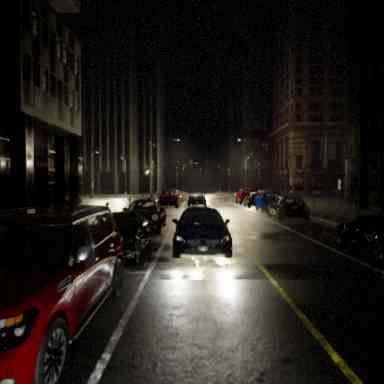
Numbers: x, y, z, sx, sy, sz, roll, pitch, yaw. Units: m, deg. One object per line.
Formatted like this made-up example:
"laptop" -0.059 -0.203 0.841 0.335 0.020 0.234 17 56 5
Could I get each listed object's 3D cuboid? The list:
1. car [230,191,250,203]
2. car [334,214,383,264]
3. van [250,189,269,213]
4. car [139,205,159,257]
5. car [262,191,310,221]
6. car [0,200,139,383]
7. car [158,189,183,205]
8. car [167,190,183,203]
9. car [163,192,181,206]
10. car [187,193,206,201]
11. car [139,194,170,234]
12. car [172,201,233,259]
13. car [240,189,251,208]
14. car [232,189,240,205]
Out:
"car" 6.316 0.620 44.301 2.008 1.369 4.403 0 1 0
"car" 6.163 1.340 10.699 1.947 1.339 4.313 0 1 0
"van" 6.239 0.762 27.496 1.690 1.788 3.998 0 1 0
"car" -2.363 1.335 10.734 1.947 1.339 4.313 0 1 0
"car" 6.213 0.979 21.897 1.967 1.590 4.097 0 1 0
"car" -2.389 1.202 5.129 2.192 1.841 5.009 0 1 0
"car" -2.261 0.614 33.133 2.192 1.841 5.009 0 1 0
"car" -2.209 0.504 44.337 1.967 1.590 4.097 0 1 0
"car" -2.235 0.710 38.568 1.752 1.417 4.829 0 1 0
"car" 0.521 0.790 36.664 1.994 1.385 4.181 0 1 0
"car" -2.337 1.092 16.332 1.967 1.590 4.097 0 1 0
"car" 0.308 1.277 11.721 1.812 1.442 4.674 0 2 0
"car" 6.265 0.744 33.098 1.967 1.590 4.097 0 1 0
"car" 6.290 0.501 38.696 2.192 1.841 5.009 0 1 0
